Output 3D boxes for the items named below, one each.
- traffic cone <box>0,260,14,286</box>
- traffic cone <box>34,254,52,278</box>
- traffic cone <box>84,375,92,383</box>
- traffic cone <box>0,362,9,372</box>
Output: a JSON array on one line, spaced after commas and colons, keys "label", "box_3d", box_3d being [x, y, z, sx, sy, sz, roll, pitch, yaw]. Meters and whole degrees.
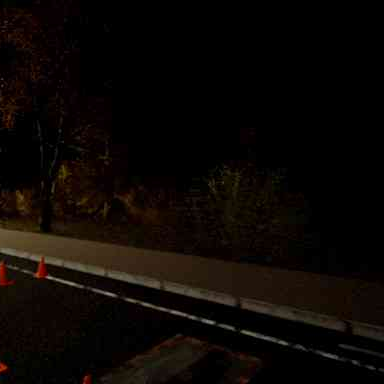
[{"label": "traffic cone", "box_3d": [-4.618, 1.965, 8.172, 0.340, 0.580, 0.340, 0, 0, 36]}, {"label": "traffic cone", "box_3d": [-4.029, 1.972, 8.980, 0.340, 0.580, 0.340, 0, 0, 36]}, {"label": "traffic cone", "box_3d": [-0.950, 1.965, 3.020, 0.340, 0.580, 0.340, 0, 0, 36]}, {"label": "traffic cone", "box_3d": [-2.566, 1.960, 4.199, 0.340, 0.580, 0.340, 0, 0, 36]}]
